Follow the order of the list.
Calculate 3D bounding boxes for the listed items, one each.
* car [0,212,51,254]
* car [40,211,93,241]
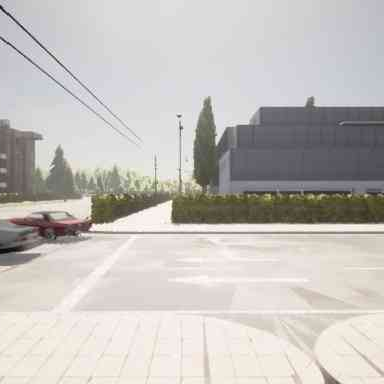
[{"bbox_3d":[-8.039,1.547,11.414,5.357,1.411,2.033,0,0,-1],"label":"car"},{"bbox_3d":[-7.371,1.601,16.506,4.718,1.301,1.895,0,0,23],"label":"car"}]
